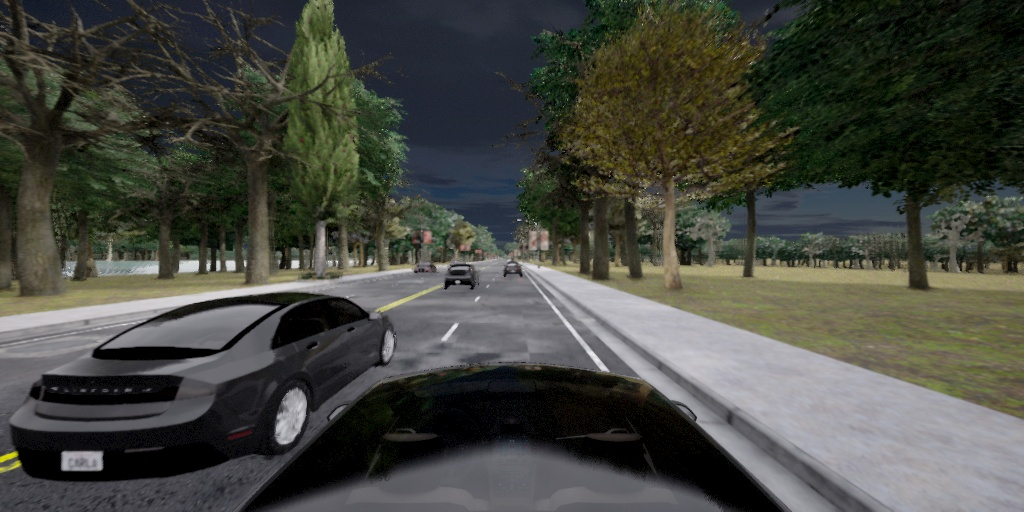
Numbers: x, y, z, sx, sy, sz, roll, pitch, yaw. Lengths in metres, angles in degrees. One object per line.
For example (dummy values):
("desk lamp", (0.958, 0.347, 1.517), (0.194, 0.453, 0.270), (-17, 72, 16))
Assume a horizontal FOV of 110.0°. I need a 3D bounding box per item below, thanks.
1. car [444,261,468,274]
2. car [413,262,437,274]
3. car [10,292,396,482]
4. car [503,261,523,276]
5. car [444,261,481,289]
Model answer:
("car", (-6.582, 1.312, 42.499), (2.128, 1.511, 4.902), (0, 0, 0))
("car", (-9.832, 1.380, 40.936), (1.994, 1.385, 4.181), (0, 0, 0))
("car", (-3.152, 1.257, 5.054), (1.837, 1.490, 4.892), (0, 0, 0))
("car", (0.108, 1.328, 37.092), (1.812, 1.442, 4.674), (0, 0, 0))
("car", (-3.143, 1.278, 23.141), (1.837, 1.490, 4.892), (0, 0, 0))
